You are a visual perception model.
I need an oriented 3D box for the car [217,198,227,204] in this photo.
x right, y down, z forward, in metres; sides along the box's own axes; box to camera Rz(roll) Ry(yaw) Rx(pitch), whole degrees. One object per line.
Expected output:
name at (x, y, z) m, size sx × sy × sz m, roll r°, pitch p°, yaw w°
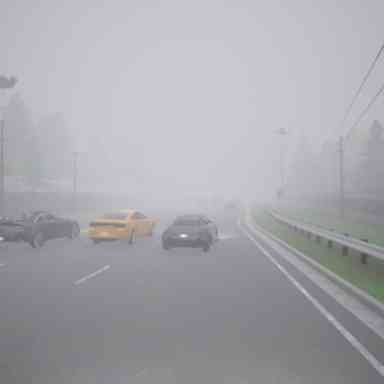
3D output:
car at (7.000, 2.112, 77.647) m, size 1.895 × 1.301 × 4.718 m, roll 0°, pitch -1°, yaw 10°

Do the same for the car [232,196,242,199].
car at (9.492, 1.855, 71.390) m, size 2.150 × 2.045 × 5.566 m, roll 0°, pitch -1°, yaw 10°

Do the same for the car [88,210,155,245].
car at (-3.277, 1.623, 16.425) m, size 1.882 × 1.535 × 5.008 m, roll 0°, pitch -1°, yaw 10°

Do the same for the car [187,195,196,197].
car at (0.099, 1.751, 78.820) m, size 2.150 × 2.045 × 5.566 m, roll 0°, pitch -1°, yaw 10°

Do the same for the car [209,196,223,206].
car at (5.259, 1.816, 67.375) m, size 2.150 × 2.045 × 5.566 m, roll 0°, pitch -1°, yaw 10°

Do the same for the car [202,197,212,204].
car at (3.545, 2.021, 78.203) m, size 1.837 × 1.490 × 4.892 m, roll 0°, pitch -1°, yaw 10°

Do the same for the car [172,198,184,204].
car at (-3.357, 2.054, 79.373) m, size 1.812 × 1.442 × 4.674 m, roll 0°, pitch -1°, yaw 10°

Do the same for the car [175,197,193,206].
car at (-1.573, 2.198, 68.953) m, size 1.895 × 1.301 × 4.718 m, roll 0°, pitch -1°, yaw 10°

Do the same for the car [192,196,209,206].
car at (1.873, 2.158, 68.339) m, size 1.994 × 1.385 × 4.181 m, roll 0°, pitch -1°, yaw 10°

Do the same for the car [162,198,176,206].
car at (-5.029, 2.127, 69.509) m, size 1.812 × 1.442 × 4.674 m, roll 0°, pitch -1°, yaw 10°

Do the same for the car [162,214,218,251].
car at (0.020, 1.697, 14.935) m, size 1.994 × 1.385 × 4.181 m, roll 0°, pitch -1°, yaw 10°

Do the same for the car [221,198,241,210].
car at (5.954, 1.988, 49.934) m, size 2.033 × 1.411 × 5.357 m, roll 0°, pitch -1°, yaw 10°

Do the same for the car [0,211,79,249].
car at (-7.010, 1.626, 15.340) m, size 2.128 × 1.511 × 4.902 m, roll 0°, pitch -1°, yaw 10°
